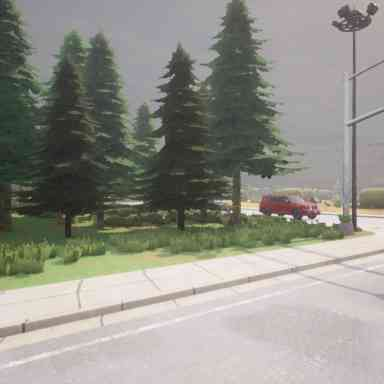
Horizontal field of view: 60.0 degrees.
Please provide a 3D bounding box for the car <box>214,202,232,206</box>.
[{"bbox_3d":[2.507,1.518,37.499,2.128,1.511,4.902,0,0,-34],"label":"car"}]

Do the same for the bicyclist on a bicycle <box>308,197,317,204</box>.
[{"bbox_3d":[12.903,1.327,35.575,1.656,1.620,0.582,0,0,-34],"label":"bicyclist on a bicycle"}]

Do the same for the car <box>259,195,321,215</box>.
[{"bbox_3d":[8.346,1.248,28.993,2.150,2.045,5.566,0,0,-34],"label":"car"}]
